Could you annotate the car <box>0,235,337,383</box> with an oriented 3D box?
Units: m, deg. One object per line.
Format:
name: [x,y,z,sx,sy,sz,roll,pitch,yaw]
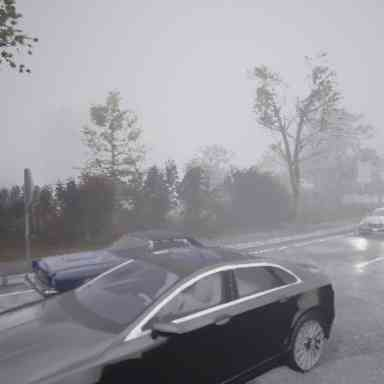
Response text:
car: [-0.191,1.504,4.020,4.902,1.511,2.128,0,0,-37]

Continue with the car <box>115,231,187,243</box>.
car: [-1.147,1.625,7.672,4.718,1.301,1.895,0,0,-38]

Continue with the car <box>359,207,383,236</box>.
car: [10.595,1.562,17.843,4.674,1.442,1.812,0,0,-44]
